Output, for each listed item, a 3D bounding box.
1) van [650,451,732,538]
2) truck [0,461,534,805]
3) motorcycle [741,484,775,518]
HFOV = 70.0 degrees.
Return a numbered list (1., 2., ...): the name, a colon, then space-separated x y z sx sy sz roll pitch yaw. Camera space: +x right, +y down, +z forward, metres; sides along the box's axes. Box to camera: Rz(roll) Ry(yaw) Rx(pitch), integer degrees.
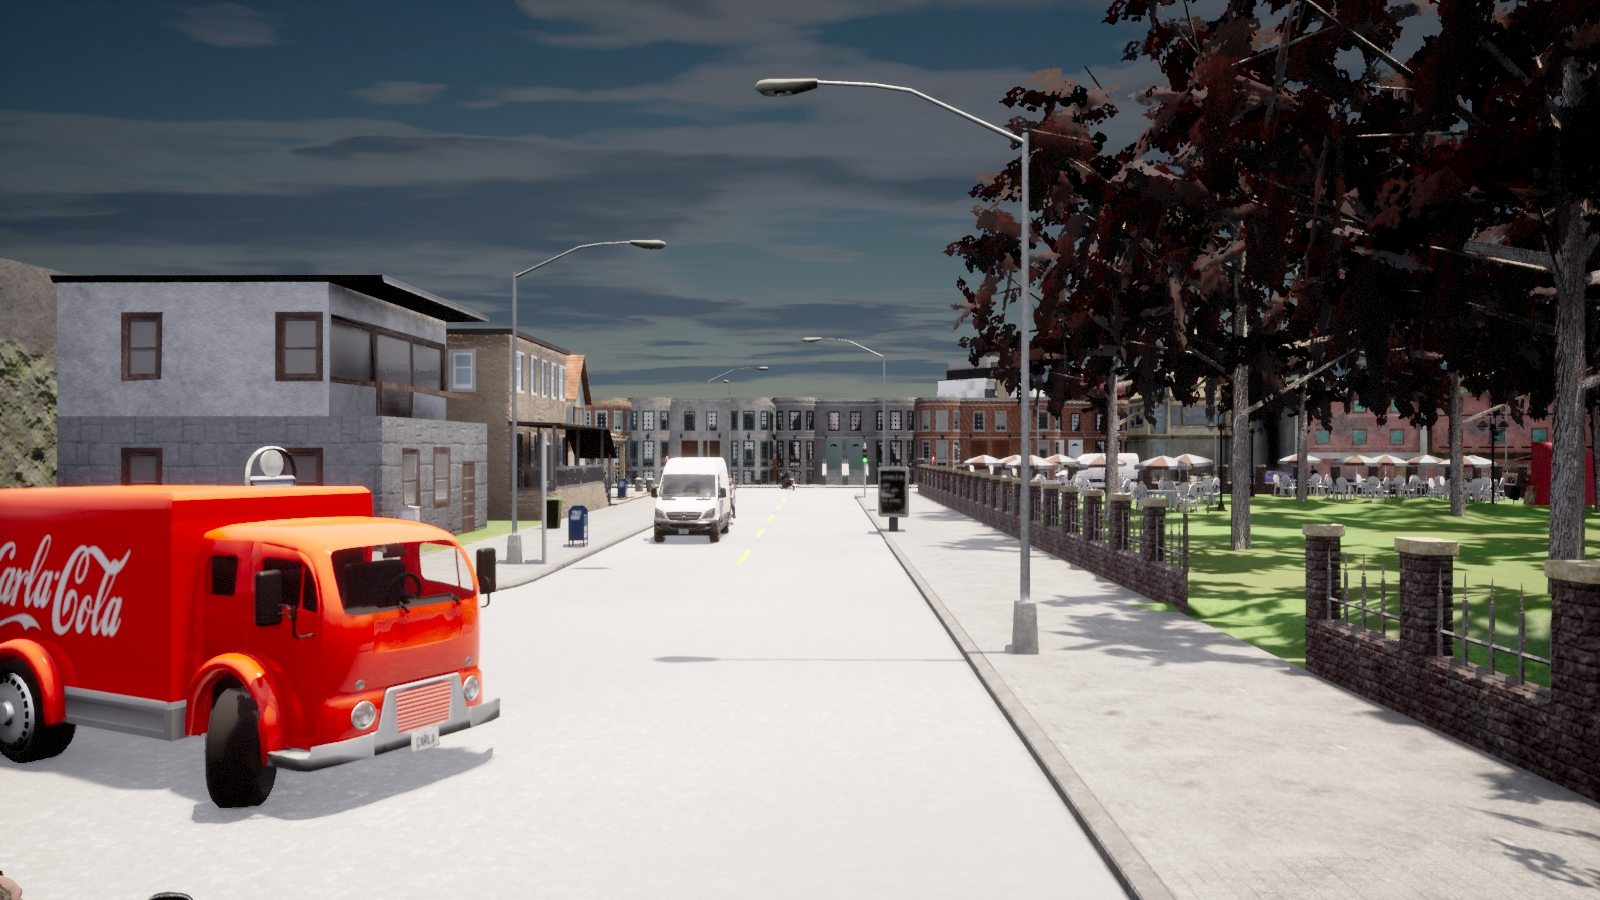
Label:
1. van: -3.393 1.314 36.728 1.988 2.561 5.915 0 0 1
2. truck: -5.384 1.350 10.703 5.204 2.467 2.627 0 0 29
3. motorcycle: -1.677 1.985 45.065 0.867 1.251 2.209 0 0 -15
